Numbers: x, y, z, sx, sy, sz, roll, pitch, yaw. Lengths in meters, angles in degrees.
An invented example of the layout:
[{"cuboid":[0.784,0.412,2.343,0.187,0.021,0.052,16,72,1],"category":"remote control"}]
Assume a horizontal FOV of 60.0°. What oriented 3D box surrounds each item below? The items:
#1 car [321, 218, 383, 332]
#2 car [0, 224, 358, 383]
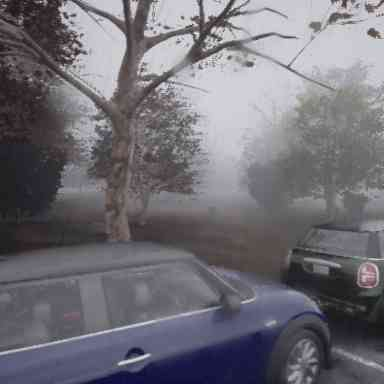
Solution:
[{"cuboid":[4.005,1.359,6.918,4.553,1.767,2.185,0,0,-33],"category":"car"},{"cuboid":[-0.529,1.355,3.682,4.553,1.767,2.185,0,0,-33],"category":"car"}]
